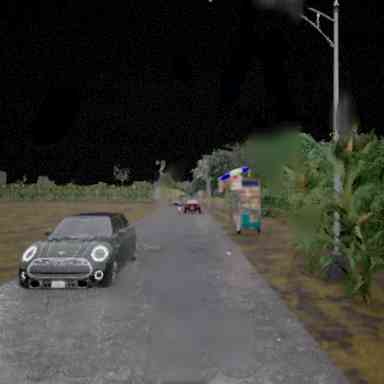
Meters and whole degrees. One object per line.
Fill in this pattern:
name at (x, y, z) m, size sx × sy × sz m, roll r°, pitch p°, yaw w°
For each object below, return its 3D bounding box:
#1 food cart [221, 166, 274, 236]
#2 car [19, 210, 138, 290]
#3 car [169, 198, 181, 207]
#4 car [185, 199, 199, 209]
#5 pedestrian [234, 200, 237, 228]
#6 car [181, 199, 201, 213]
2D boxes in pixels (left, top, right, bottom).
food cart at (3.084, 0.527, 19.553) m, size 2.280 × 3.560 × 4.660 m, roll -1°, pitch -1°, yaw 0°
car at (-2.850, 1.381, 9.332) m, size 2.097 × 1.767 × 4.553 m, roll 0°, pitch 0°, yaw 0°
car at (-2.638, 1.746, 55.670) m, size 1.994 × 1.385 × 4.181 m, roll 0°, pitch 0°, yaw 0°
car at (0.021, 1.721, 49.442) m, size 1.994 × 1.385 × 4.181 m, roll 0°, pitch 0°, yaw 1°
pedestrian at (2.822, 1.374, 21.143) m, size 0.375 × 1.860 × 0.375 m, roll 1°, pitch -1°, yaw 0°
car at (0.070, 1.599, 38.474) m, size 1.882 × 1.535 × 5.008 m, roll 0°, pitch 0°, yaw 1°
